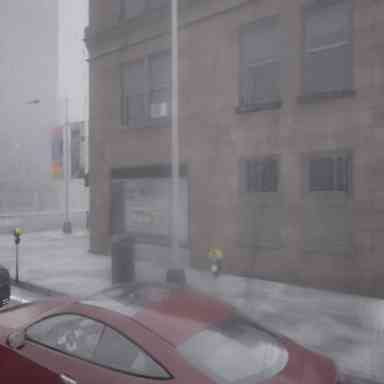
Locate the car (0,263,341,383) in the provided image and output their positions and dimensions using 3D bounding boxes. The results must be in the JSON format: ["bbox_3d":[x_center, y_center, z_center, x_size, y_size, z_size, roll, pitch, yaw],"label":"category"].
[{"bbox_3d":[-0.699,1.597,3.341,4.206,1.307,1.802,0,0,35],"label":"car"}]
